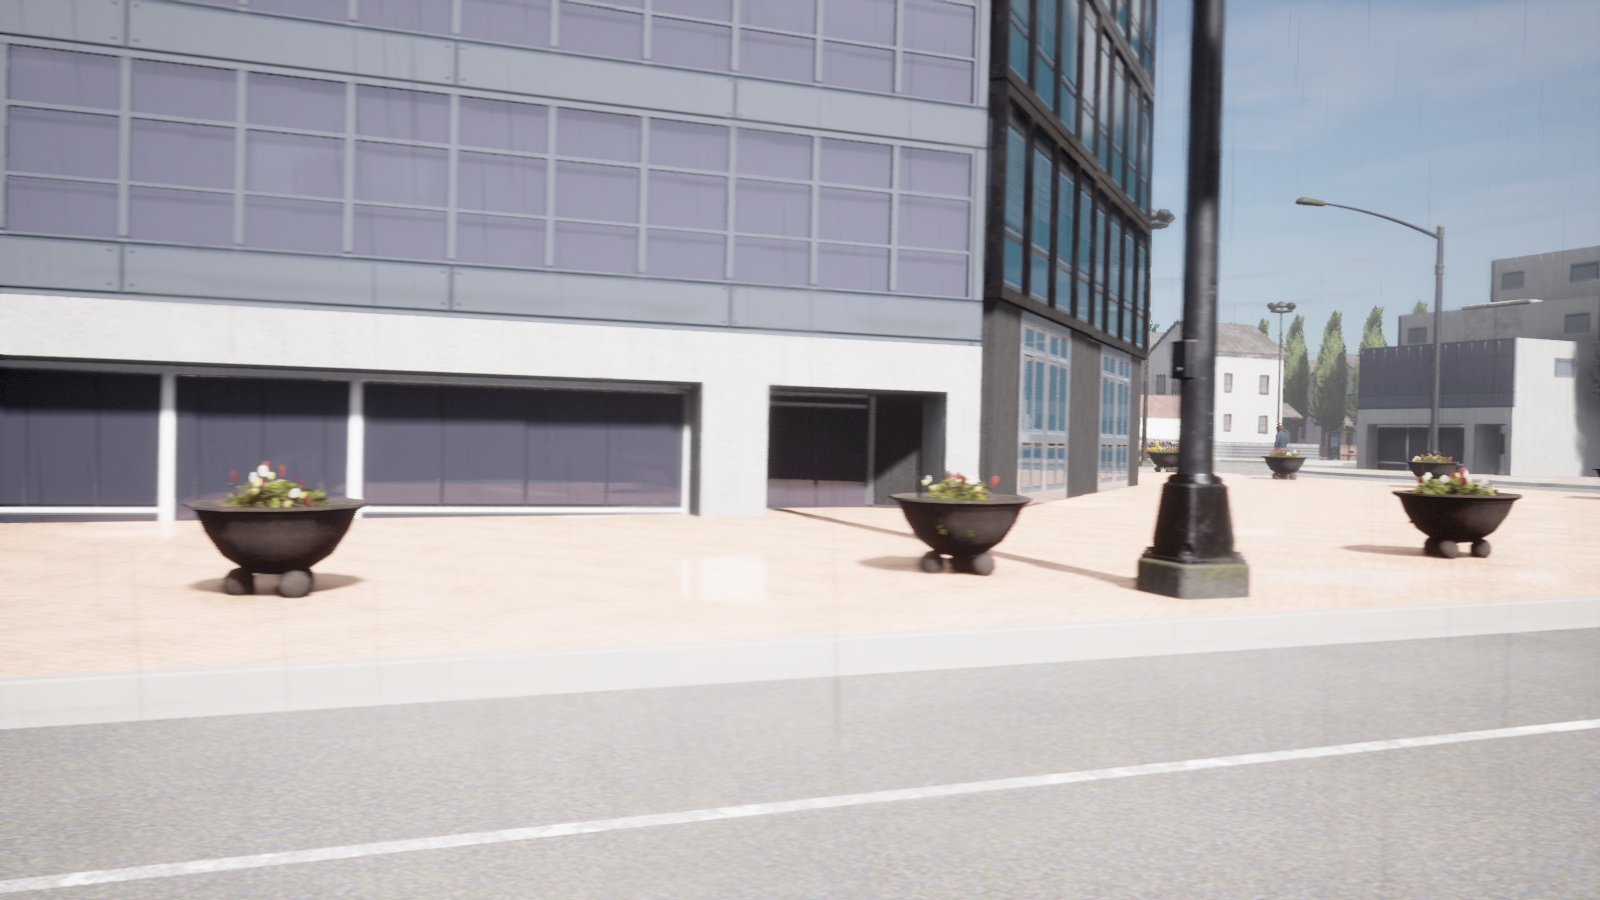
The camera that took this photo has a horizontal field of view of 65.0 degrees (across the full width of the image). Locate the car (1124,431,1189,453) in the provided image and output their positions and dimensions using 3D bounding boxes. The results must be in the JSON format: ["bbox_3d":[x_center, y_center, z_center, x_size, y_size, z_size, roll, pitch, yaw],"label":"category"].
[{"bbox_3d":[26.311,-0.594,92.893,1.801,1.575,5.366,0,1,-19],"label":"car"}]

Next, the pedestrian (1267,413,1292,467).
[{"bbox_3d":[16.244,-0.344,42.549,0.370,1.835,0.726,0,1,-21],"label":"pedestrian"}]
